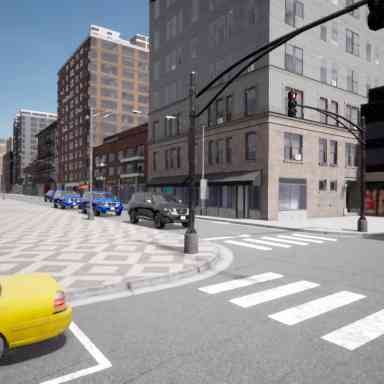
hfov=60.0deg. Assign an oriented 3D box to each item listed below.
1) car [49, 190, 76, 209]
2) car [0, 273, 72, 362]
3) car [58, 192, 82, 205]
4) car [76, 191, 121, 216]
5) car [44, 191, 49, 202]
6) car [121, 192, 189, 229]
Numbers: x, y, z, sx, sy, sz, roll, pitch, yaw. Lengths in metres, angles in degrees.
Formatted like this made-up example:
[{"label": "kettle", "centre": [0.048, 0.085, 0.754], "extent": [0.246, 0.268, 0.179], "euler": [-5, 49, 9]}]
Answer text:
[{"label": "car", "centre": [-14.216, 0.862, 37.961], "extent": [2.150, 2.045, 5.566], "euler": [1, 0, -35]}, {"label": "car", "centre": [-4.006, 1.525, 3.895], "extent": [4.829, 1.417, 1.752], "euler": [0, 1, -36]}, {"label": "car", "centre": [-17.813, 0.926, 48.563], "extent": [2.097, 1.767, 4.553], "euler": [1, 0, -35]}, {"label": "car", "centre": [-8.025, 0.960, 29.172], "extent": [2.150, 2.045, 5.566], "euler": [1, 0, -35]}, {"label": "car", "centre": [-23.441, 0.708, 56.576], "extent": [2.150, 2.045, 5.566], "euler": [1, 0, -37]}, {"label": "car", "centre": [-2.087, 1.053, 20.759], "extent": [2.150, 2.045, 5.566], "euler": [1, 0, -35]}]
